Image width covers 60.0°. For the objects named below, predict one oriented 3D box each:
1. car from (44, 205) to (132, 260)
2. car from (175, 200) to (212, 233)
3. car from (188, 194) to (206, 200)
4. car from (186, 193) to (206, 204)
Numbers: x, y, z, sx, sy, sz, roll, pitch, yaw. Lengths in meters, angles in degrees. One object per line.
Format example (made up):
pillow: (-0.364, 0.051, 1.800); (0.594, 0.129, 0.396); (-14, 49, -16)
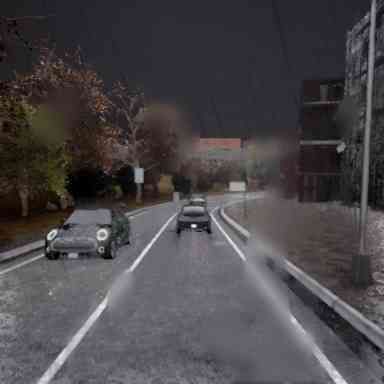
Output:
car: (-3.592, 1.327, 12.291); (2.097, 1.767, 4.553); (0, 0, 0)
car: (0.103, 1.462, 19.338); (1.837, 1.490, 4.892); (0, 0, 0)
car: (0.860, 1.384, 37.896); (1.882, 1.535, 5.008); (0, 0, 6)
car: (0.684, 1.031, 55.758); (2.128, 1.511, 4.902); (2, 2, 17)
